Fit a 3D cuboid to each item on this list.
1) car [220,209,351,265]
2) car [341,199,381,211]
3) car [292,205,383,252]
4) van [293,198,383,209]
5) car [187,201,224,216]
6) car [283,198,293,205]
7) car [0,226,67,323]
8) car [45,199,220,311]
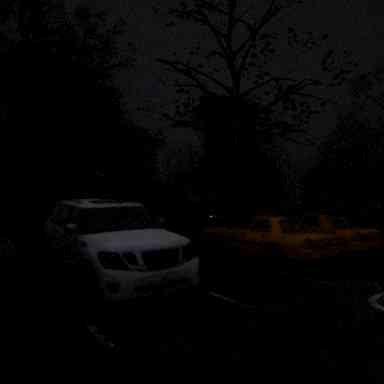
[{"bbox_3d":[2.425,1.471,11.791,1.946,1.575,5.366,0,0,-36],"label":"car"},{"bbox_3d":[25.492,1.869,50.380,1.882,1.535,5.008,-2,1,-35],"label":"car"},{"bbox_3d":[4.592,1.484,13.336,1.946,1.575,5.366,0,0,-35],"label":"car"},{"bbox_3d":[7.043,1.281,14.713,1.878,1.987,4.442,0,0,-35],"label":"van"},{"bbox_3d":[1.488,1.837,38.956,1.812,1.442,4.674,-2,2,-35],"label":"car"},{"bbox_3d":[18.116,1.804,61.037,1.895,1.301,4.718,-1,2,-30],"label":"car"},{"bbox_3d":[-4.383,1.482,6.683,2.231,1.521,4.892,0,0,-36],"label":"car"},{"bbox_3d":[-2.105,1.217,8.296,2.435,2.045,5.566,0,0,-36],"label":"car"}]
